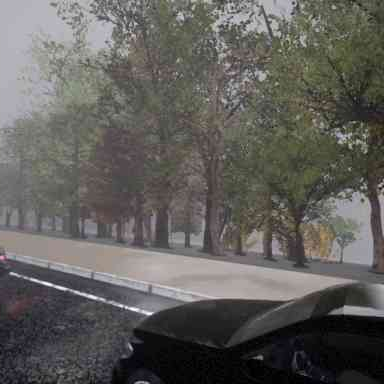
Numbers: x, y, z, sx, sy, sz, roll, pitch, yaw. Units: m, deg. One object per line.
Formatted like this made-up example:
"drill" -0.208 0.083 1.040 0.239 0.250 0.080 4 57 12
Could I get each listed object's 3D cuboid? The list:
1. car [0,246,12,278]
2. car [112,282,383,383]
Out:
"car" -6.705 1.547 8.523 5.357 1.411 2.033 0 0 36
"car" 1.400 1.526 2.685 4.674 1.442 1.812 0 0 36
